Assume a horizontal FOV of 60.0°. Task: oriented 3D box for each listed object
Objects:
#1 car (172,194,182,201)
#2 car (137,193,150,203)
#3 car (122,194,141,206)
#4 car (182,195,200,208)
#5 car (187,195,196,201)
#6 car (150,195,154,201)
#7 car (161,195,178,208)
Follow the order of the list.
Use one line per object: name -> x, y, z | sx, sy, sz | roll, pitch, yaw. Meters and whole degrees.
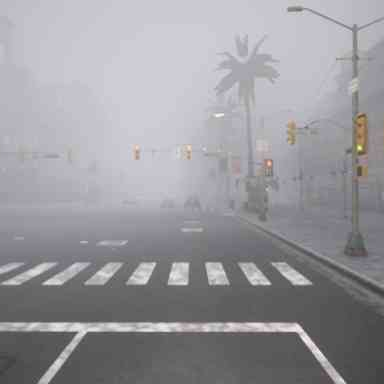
car -> -3.686, 1.502, 85.722 | 1.882, 1.535, 5.008 | 0, 0, -4
car -> -10.537, 1.246, 68.510 | 2.150, 2.045, 5.566 | 0, 0, 0
car -> -10.571, 1.568, 57.103 | 2.033, 1.411, 5.357 | 0, 0, 1
car -> 0.075, 1.369, 47.310 | 2.097, 1.767, 4.553 | 0, 0, 0
car -> -0.239, 1.581, 86.857 | 1.994, 1.385, 4.181 | 0, 0, -4
car -> -10.547, 1.507, 81.553 | 1.882, 1.535, 5.008 | 0, 0, 0
car -> -3.427, 1.581, 48.359 | 1.994, 1.385, 4.181 | 0, 0, 0
